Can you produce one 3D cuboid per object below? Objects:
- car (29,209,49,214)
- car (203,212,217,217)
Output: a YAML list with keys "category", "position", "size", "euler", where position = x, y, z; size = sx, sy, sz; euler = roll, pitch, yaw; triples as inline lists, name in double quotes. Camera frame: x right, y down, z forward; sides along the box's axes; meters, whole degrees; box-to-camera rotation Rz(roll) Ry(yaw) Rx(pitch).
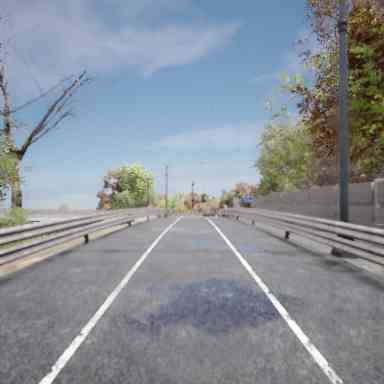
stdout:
- category: "car"
  position: [-27.063, 3.640, 57.374]
  size: [4.718, 1.301, 1.895]
  euler: [3, -5, -32]
- category: "car"
  position: [5.013, 6.169, 90.884]
  size: [2.033, 1.411, 5.357]
  euler: [-3, -5, 31]
